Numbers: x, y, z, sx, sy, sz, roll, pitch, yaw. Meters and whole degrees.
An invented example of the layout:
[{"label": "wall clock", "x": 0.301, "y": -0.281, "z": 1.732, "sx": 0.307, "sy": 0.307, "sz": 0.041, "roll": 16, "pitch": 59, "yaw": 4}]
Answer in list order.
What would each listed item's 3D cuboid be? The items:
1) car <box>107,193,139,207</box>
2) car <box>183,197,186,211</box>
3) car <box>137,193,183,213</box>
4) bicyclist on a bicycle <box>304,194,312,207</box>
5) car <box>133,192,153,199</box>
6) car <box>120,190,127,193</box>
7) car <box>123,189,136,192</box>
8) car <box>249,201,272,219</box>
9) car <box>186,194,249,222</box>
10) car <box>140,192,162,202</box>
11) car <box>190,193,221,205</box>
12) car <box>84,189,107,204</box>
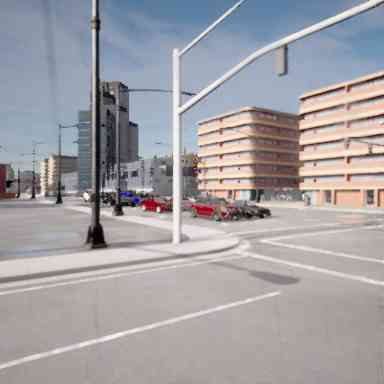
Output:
[{"label": "car", "x": -8.422, "y": 1.153, "z": 40.631, "sx": 1.994, "sy": 1.385, "sz": 4.181, "roll": 0, "pitch": 1, "yaw": -34}, {"label": "car", "x": -1.120, "y": 1.251, "z": 36.137, "sx": 1.812, "sy": 1.442, "sz": 4.674, "roll": 0, "pitch": 1, "yaw": -34}, {"label": "car", "x": -3.302, "y": 1.225, "z": 33.119, "sx": 1.882, "sy": 1.535, "sz": 5.008, "roll": 0, "pitch": 1, "yaw": -34}, {"label": "bicyclist on a bicycle", "x": 14.718, "y": 1.087, "z": 42.191, "sx": 1.656, "sy": 1.620, "sz": 0.582, "roll": 0, "pitch": 1, "yaw": -34}, {"label": "car", "x": -10.147, "y": 0.686, "z": 68.152, "sx": 2.128, "sy": 1.511, "sz": 4.902, "roll": 0, "pitch": 1, "yaw": -34}, {"label": "car", "x": -12.555, "y": 0.872, "z": 52.957, "sx": 1.837, "sy": 1.490, "sz": 4.892, "roll": 0, "pitch": 1, "yaw": -34}, {"label": "car", "x": -12.821, "y": 0.417, "z": 65.834, "sx": 2.150, "sy": 2.045, "sz": 5.566, "roll": 0, "pitch": 1, "yaw": -34}, {"label": "car", "x": 4.224, "y": 1.409, "z": 28.315, "sx": 2.033, "sy": 1.411, "sz": 5.357, "roll": 0, "pitch": 1, "yaw": -35}, {"label": "car", "x": 1.842, "y": 1.228, "z": 25.608, "sx": 2.097, "sy": 1.767, "sz": 4.553, "roll": 0, "pitch": 1, "yaw": -34}, {"label": "car", "x": -7.165, "y": 0.856, "z": 57.661, "sx": 1.837, "sy": 1.490, "sz": 4.892, "roll": 0, "pitch": 1, "yaw": -34}, {"label": "car", "x": 1.976, "y": 1.036, "z": 50.571, "sx": 2.128, "sy": 1.511, "sz": 4.902, "roll": 0, "pitch": 1, "yaw": -34}, {"label": "car", "x": -14.383, "y": 0.622, "z": 49.410, "sx": 2.150, "sy": 2.045, "sz": 5.566, "roll": 0, "pitch": 1, "yaw": -33}]
